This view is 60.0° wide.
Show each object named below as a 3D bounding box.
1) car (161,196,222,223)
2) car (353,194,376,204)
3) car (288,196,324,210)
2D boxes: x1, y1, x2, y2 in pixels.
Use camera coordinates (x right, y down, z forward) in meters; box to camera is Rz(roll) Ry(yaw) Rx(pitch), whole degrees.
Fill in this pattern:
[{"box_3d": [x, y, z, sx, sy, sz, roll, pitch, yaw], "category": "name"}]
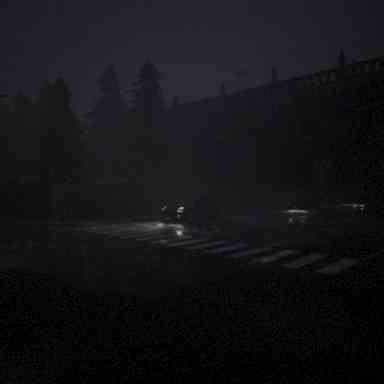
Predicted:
[{"box_3d": [0.016, 1.092, 22.780, 2.097, 1.767, 4.553, 1, 1, 44], "category": "car"}, {"box_3d": [25.560, 1.007, 49.190, 4.902, 1.511, 2.128, 0, 1, -41], "category": "car"}, {"box_3d": [12.390, 1.164, 35.800, 2.033, 1.411, 5.357, 1, 1, 44], "category": "car"}]
